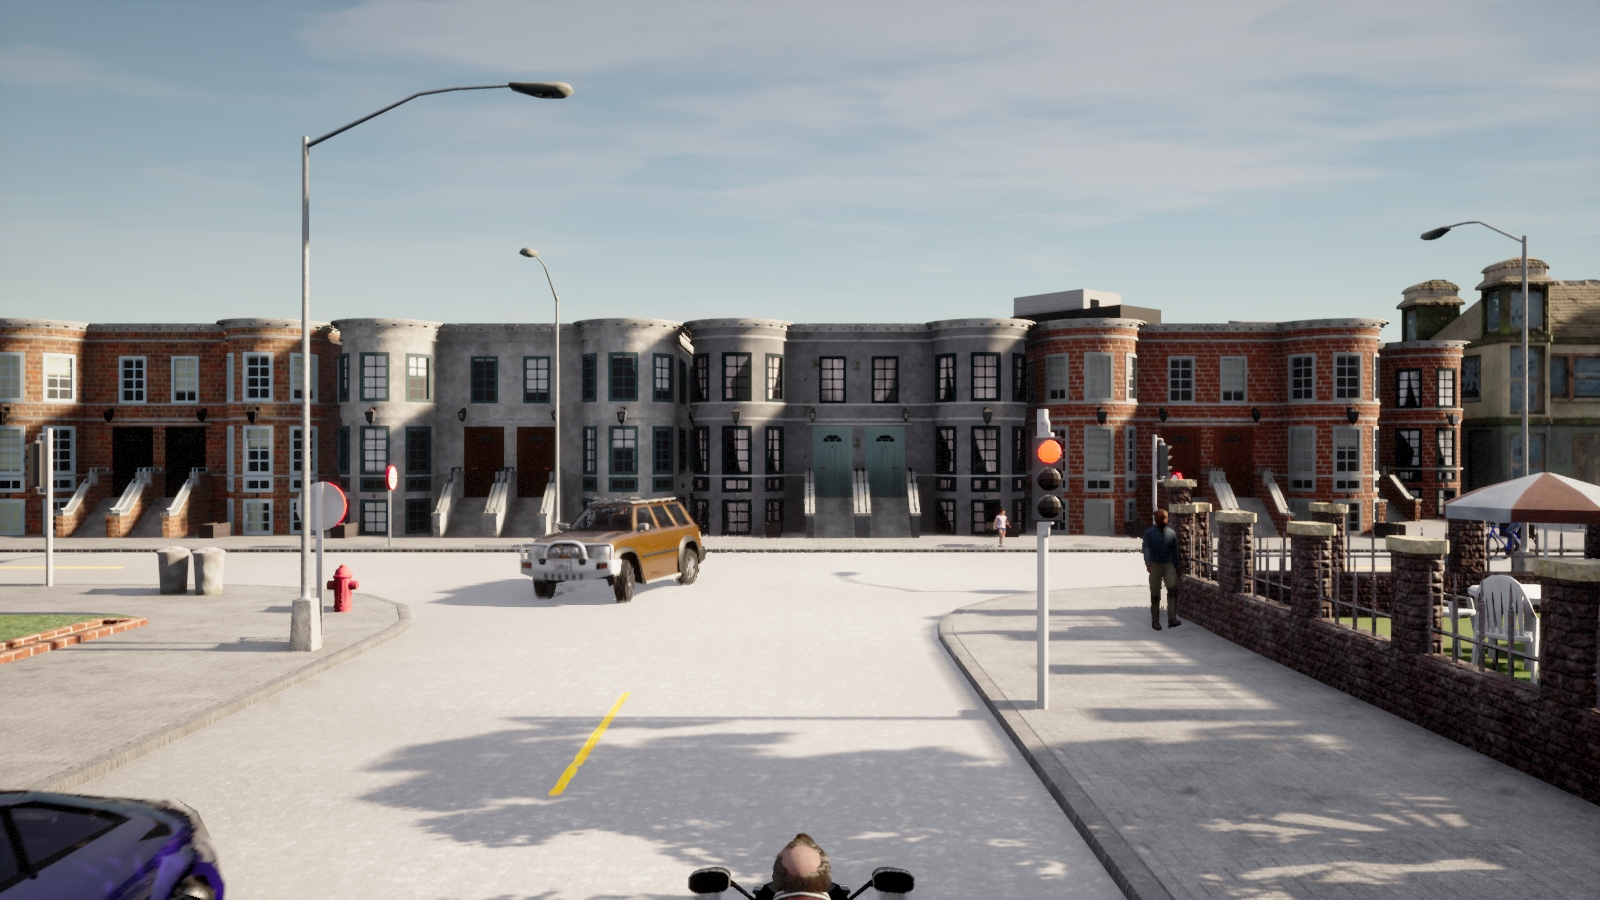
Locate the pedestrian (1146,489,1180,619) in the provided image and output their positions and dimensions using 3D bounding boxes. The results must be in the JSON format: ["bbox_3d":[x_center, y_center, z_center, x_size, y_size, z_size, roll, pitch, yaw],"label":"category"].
[{"bbox_3d":[5.299,1.509,16.684,0.375,1.860,0.375,0,0,2],"label":"pedestrian"}]

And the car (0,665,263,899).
[{"bbox_3d":[-4.002,1.896,4.297,1.994,1.385,4.181,0,0,0],"label":"car"}]

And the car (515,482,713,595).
[{"bbox_3d":[-3.483,1.635,22.446,1.932,1.855,4.605,-1,0,18],"label":"car"}]

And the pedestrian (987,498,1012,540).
[{"bbox_3d":[5.476,1.892,31.367,0.500,1.100,0.500,0,0,-22],"label":"pedestrian"}]
